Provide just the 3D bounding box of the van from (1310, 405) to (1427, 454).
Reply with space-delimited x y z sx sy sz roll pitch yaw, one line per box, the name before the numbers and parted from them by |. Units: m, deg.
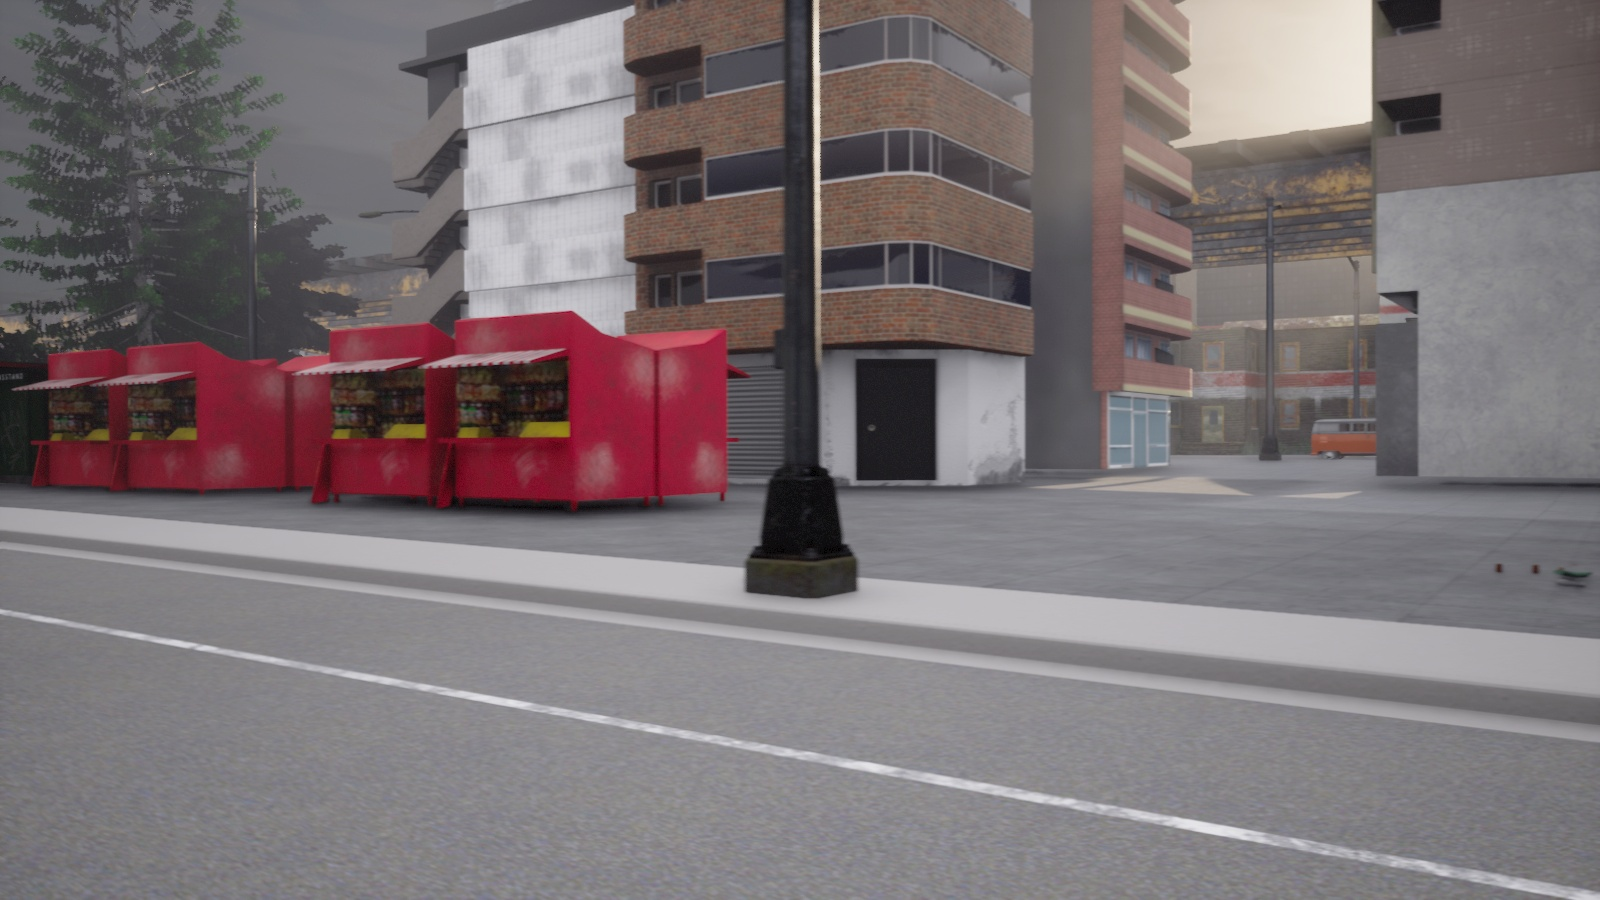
van | 25.054 -0.881 55.422 4.442 1.987 1.775 -1 0 34
